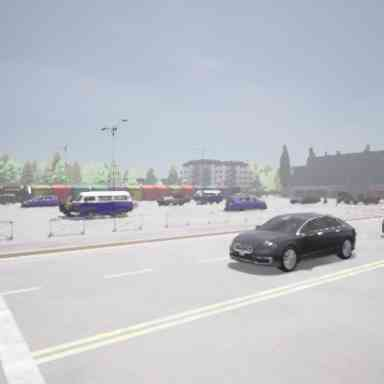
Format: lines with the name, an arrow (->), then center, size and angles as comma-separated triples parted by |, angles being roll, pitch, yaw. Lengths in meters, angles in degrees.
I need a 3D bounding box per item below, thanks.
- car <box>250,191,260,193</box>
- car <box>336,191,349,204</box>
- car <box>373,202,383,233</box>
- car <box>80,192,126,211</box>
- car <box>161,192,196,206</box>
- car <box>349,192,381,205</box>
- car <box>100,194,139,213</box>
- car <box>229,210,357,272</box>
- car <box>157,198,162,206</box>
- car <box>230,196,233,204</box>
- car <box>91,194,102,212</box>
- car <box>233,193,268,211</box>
car -> 12.020, 0.831, 65.950 | 3.866, 1.878, 1.905 | 0, 0, -35
car -> 23.388, 0.830, 49.955 | 3.866, 1.878, 1.905 | 0, 0, -35
car -> 11.127, 1.370, 16.209 | 4.902, 1.511, 2.128 | 0, 0, -35
car -> -11.354, 1.055, 42.580 | 4.605, 1.855, 1.932 | 0, 0, -35
car -> -2.268, 0.950, 55.812 | 4.605, 1.855, 1.932 | 0, 0, -35
car -> 25.015, 0.827, 47.561 | 4.605, 1.855, 1.932 | 0, 0, -35
car -> -8.089, 1.296, 38.056 | 3.806, 1.475, 1.970 | 0, 0, -35
car -> 3.369, 1.450, 10.680 | 4.892, 1.490, 1.837 | 0, 0, -35
car -> -3.888, 1.160, 58.214 | 3.905, 1.438, 1.784 | 0, 0, -35
car -> 10.358, 1.070, 68.321 | 3.806, 1.475, 1.970 | 0, 0, -35
car -> -9.762, 1.265, 40.420 | 3.905, 1.438, 1.784 | 0, 0, -35
car -> 7.569, 1.191, 42.073 | 3.806, 1.475, 1.970 | 0, 0, -35
